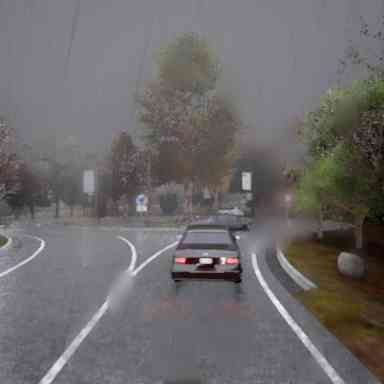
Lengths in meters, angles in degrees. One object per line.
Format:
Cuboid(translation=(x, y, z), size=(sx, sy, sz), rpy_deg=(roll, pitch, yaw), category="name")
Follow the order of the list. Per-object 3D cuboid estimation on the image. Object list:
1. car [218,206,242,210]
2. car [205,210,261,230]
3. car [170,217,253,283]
Cuboid(translation=(5.595, 3.315, 54.462), size=(5.566, 2.045, 2.150), rpy_deg=(-1, -4, 33), category="car")
Cuboid(translation=(2.385, 2.290, 24.524), size=(5.357, 1.411, 2.033), rpy_deg=(1, -3, -22), category="car")
Cuboid(translation=(0.502, 1.694, 10.085), size=(2.033, 1.411, 5.357), rpy_deg=(0, -2, 4), category="car")
